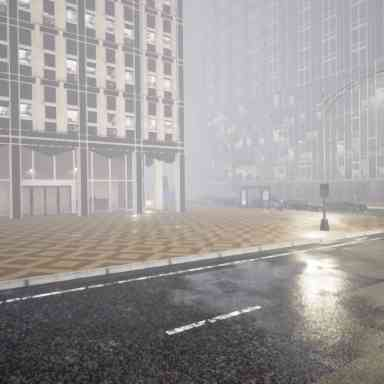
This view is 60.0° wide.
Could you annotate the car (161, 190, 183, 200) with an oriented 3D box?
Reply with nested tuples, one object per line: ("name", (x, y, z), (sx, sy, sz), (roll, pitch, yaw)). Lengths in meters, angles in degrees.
("car", (-4.346, 0.638, 70.328), (2.150, 2.045, 5.566), (-1, 1, -34))

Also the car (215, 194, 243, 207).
("car", (5.617, 1.318, 45.554), (1.947, 1.339, 4.313), (-1, 1, -34))

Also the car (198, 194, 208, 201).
("car", (2.913, 1.041, 64.380), (1.802, 1.307, 4.206), (-1, 1, -34))

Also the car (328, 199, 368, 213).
("car", (16.084, 1.406, 34.974), (1.994, 1.385, 4.181), (-1, 1, -35))

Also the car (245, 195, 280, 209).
("car", (8.788, 1.386, 40.838), (1.802, 1.307, 4.206), (-1, 1, -34))

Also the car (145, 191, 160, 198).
("car", (-9.963, 0.684, 83.115), (1.967, 1.590, 4.097), (0, 1, -34))

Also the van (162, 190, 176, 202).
("van", (-3.994, 0.935, 59.633), (1.690, 1.788, 3.998), (0, 1, -34))

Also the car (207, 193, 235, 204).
("car", (4.963, 1.264, 51.174), (1.895, 1.301, 4.718), (-1, 1, -34))

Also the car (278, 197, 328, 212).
("car", (11.992, 1.422, 36.141), (1.947, 1.339, 4.313), (-1, 1, -34))

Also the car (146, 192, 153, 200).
("car", (-10.432, 1.037, 69.004), (2.008, 1.369, 4.403), (0, 1, -34))
